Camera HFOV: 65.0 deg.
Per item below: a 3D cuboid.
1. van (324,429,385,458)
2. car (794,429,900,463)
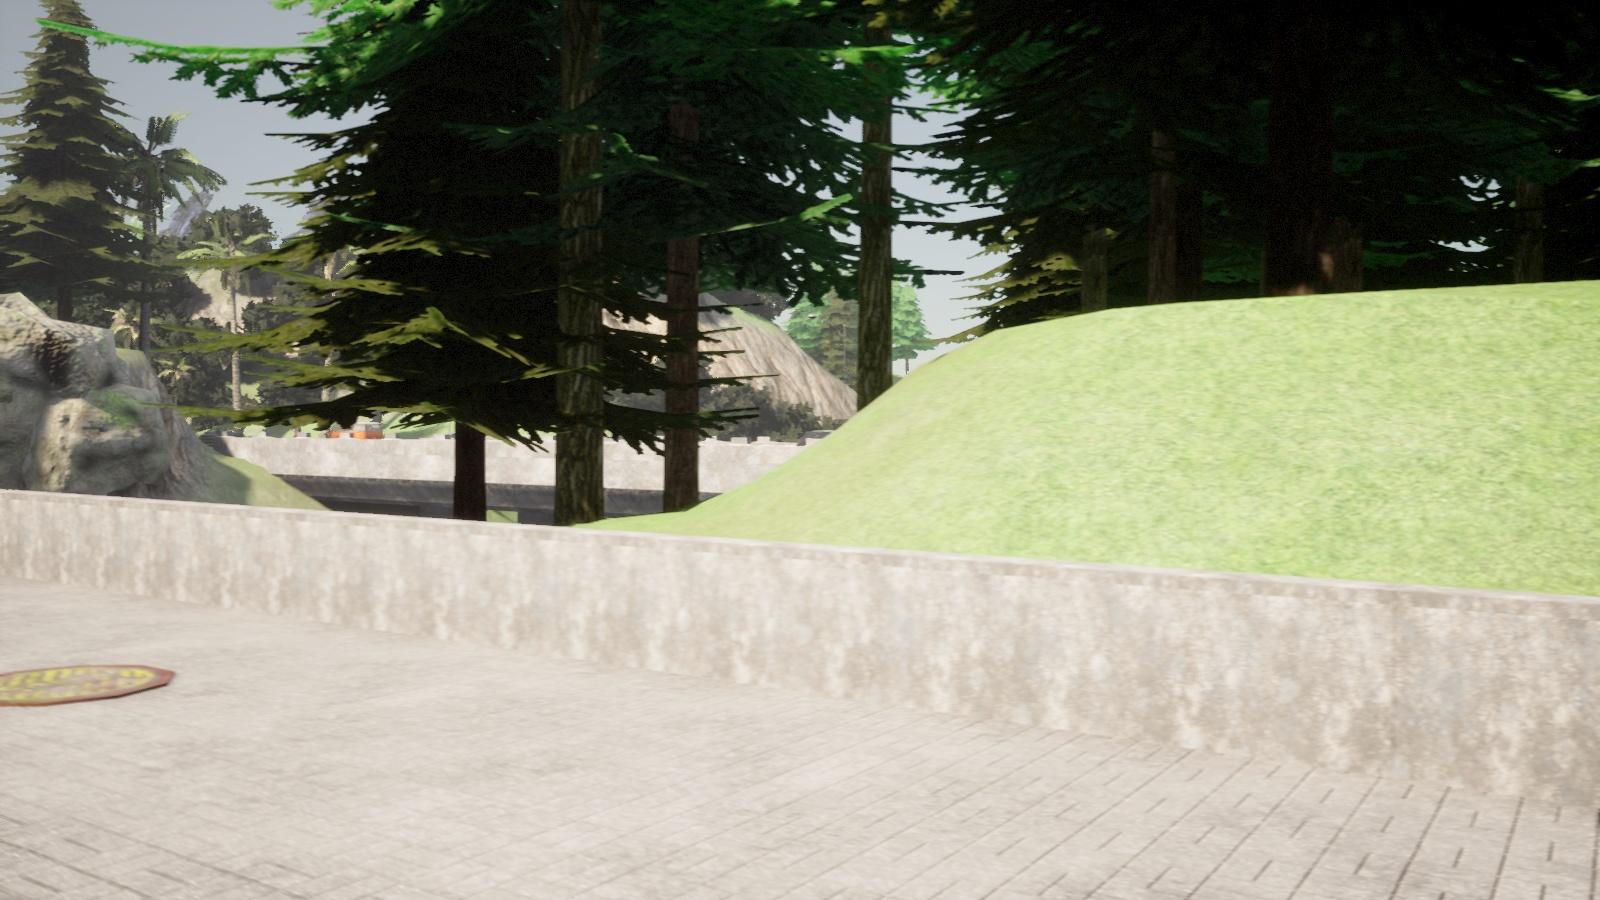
[{"bbox_3d":[-31.792,-0.449,89.564,4.442,1.987,1.775,0,1,34],"label":"van"},{"bbox_3d":[2.305,-0.208,62.149,4.856,1.649,2.033,0,1,34],"label":"car"}]
